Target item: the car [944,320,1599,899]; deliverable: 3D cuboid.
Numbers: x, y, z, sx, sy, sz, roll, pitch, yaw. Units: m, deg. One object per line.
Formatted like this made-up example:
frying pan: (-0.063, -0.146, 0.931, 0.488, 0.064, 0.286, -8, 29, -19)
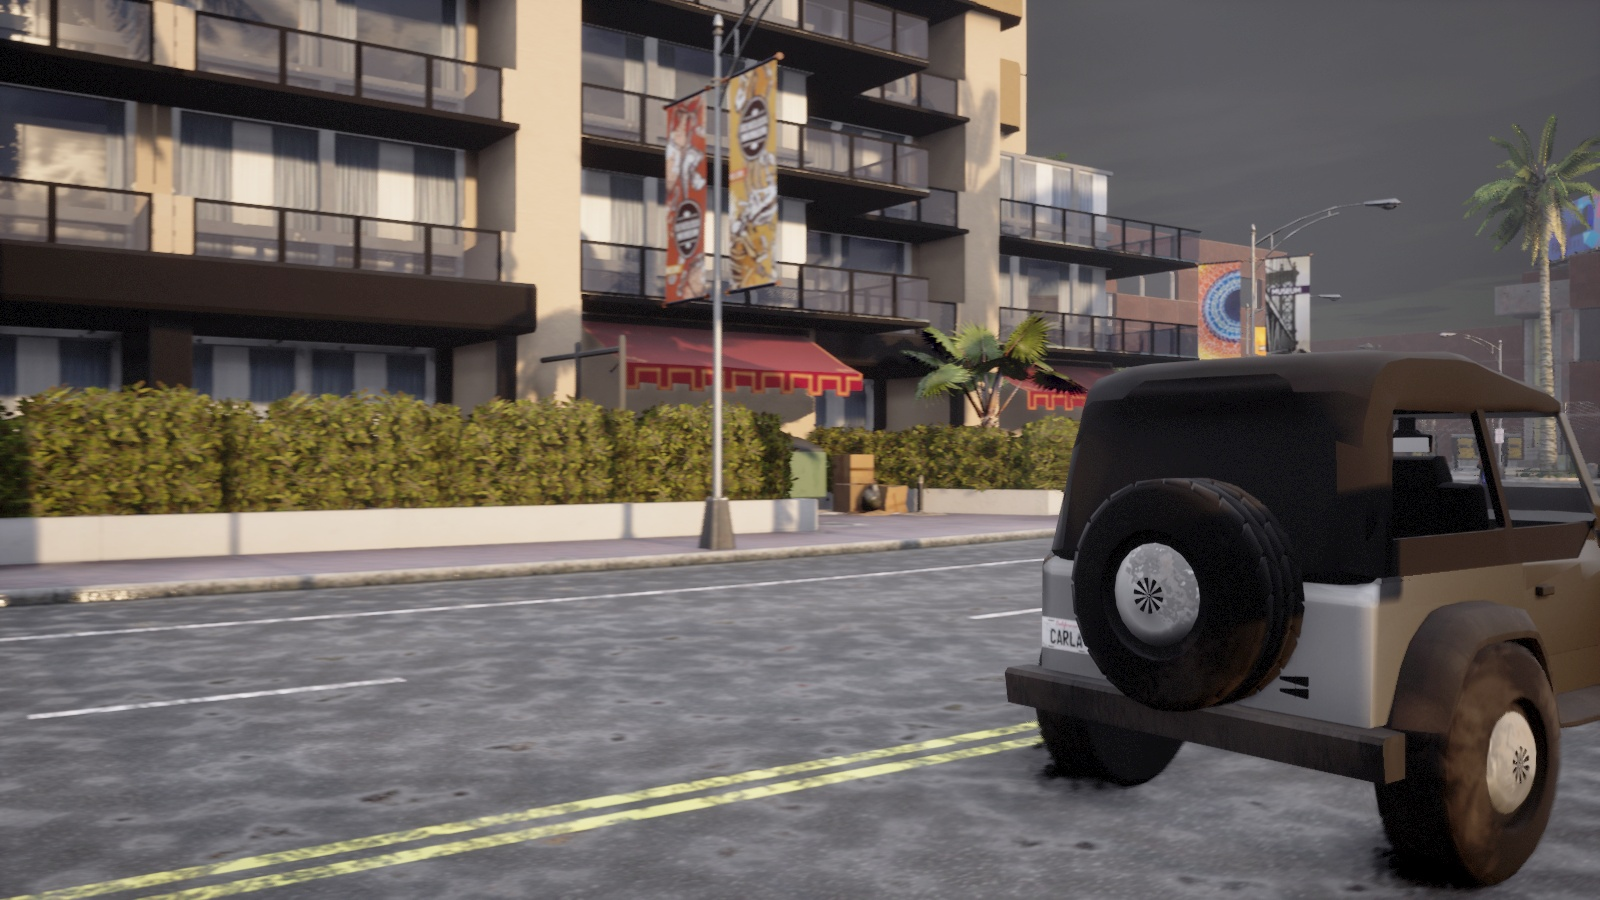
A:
car: (2.731, 0.549, 5.695, 3.866, 1.878, 1.905, 0, 0, -37)
